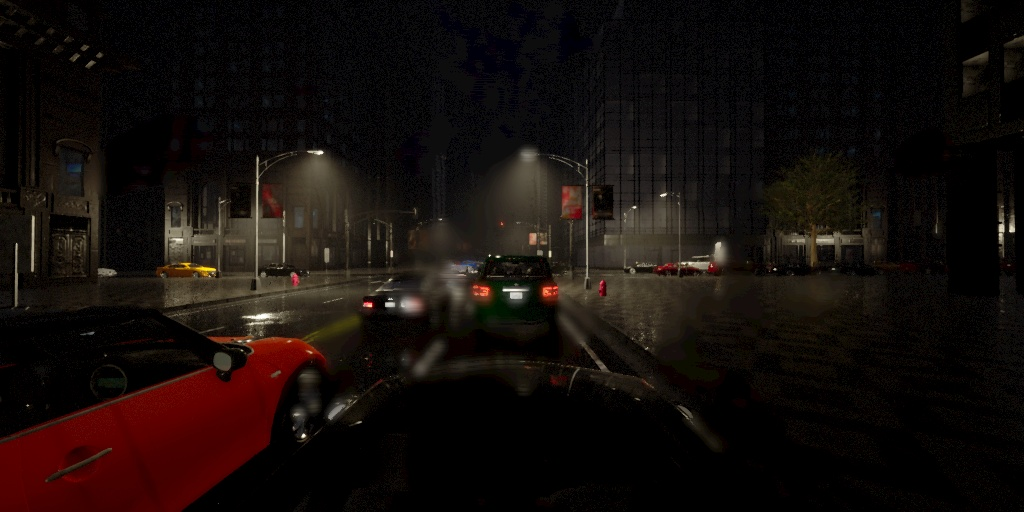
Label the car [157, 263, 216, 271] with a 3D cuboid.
[{"bbox_3d":[-32.079,1.448,35.465,5.008,1.535,1.882,0,-1,0],"label":"car"}]

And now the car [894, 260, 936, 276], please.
[{"bbox_3d":[42.563,1.179,36.369,5.008,1.535,1.882,0,-1,0],"label":"car"}]

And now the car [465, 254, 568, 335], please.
[{"bbox_3d":[0.113,0.979,10.654,2.150,2.045,5.566,0,0,0],"label":"car"}]

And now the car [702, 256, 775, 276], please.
[{"bbox_3d":[21.001,1.041,33.436,5.009,1.841,2.192,0,0,-1],"label":"car"}]

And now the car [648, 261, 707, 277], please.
[{"bbox_3d":[15.363,1.327,33.357,4.207,1.307,1.802,0,0,-1],"label":"car"}]

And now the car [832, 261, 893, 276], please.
[{"bbox_3d":[32.276,1.260,33.594,4.313,1.339,1.948,0,0,-1],"label":"car"}]

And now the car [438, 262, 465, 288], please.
[{"bbox_3d":[-3.126,1.280,21.474,2.128,1.511,4.902,0,0,0],"label":"car"}]

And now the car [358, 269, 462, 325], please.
[{"bbox_3d":[-3.122,1.307,11.737,2.033,1.411,5.357,0,0,0],"label":"car"}]

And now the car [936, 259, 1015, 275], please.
[{"bbox_3d":[43.552,1.214,33.753,4.507,1.381,1.888,0,0,-1],"label":"car"}]

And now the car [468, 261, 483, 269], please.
[{"bbox_3d":[-6.465,1.599,64.056,2.033,1.411,5.357,0,0,1],"label":"car"}]

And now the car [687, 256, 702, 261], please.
[{"bbox_3d":[20.618,1.012,39.210,5.566,2.045,2.150,-1,-1,-1],"label":"car"}]

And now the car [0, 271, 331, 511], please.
[{"bbox_3d":[-3.147,1.102,2.326,2.097,1.767,4.553,0,0,0],"label":"car"}]

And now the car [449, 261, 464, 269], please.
[{"bbox_3d":[-9.725,1.571,63.200,1.812,1.442,4.674,0,0,1],"label":"car"}]

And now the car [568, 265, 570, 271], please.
[{"bbox_3d":[4.117,1.352,38.357,4.892,1.490,1.837,0,-1,-10],"label":"car"}]

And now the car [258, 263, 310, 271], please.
[{"bbox_3d":[-22.563,1.432,35.440,4.892,1.490,1.837,0,-1,0],"label":"car"}]

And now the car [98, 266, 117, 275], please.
[{"bbox_3d":[-42.078,1.542,35.491,4.674,1.442,1.812,0,-1,0],"label":"car"}]

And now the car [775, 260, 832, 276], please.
[{"bbox_3d":[26.639,1.276,33.515,4.313,1.339,1.948,0,0,-1],"label":"car"}]

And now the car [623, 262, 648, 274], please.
[{"bbox_3d":[15.245,1.413,41.881,4.313,1.339,1.948,0,0,-1],"label":"car"}]

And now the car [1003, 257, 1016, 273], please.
[{"bbox_3d":[49.191,0.973,33.832,5.009,1.841,2.192,0,0,-1],"label":"car"}]
